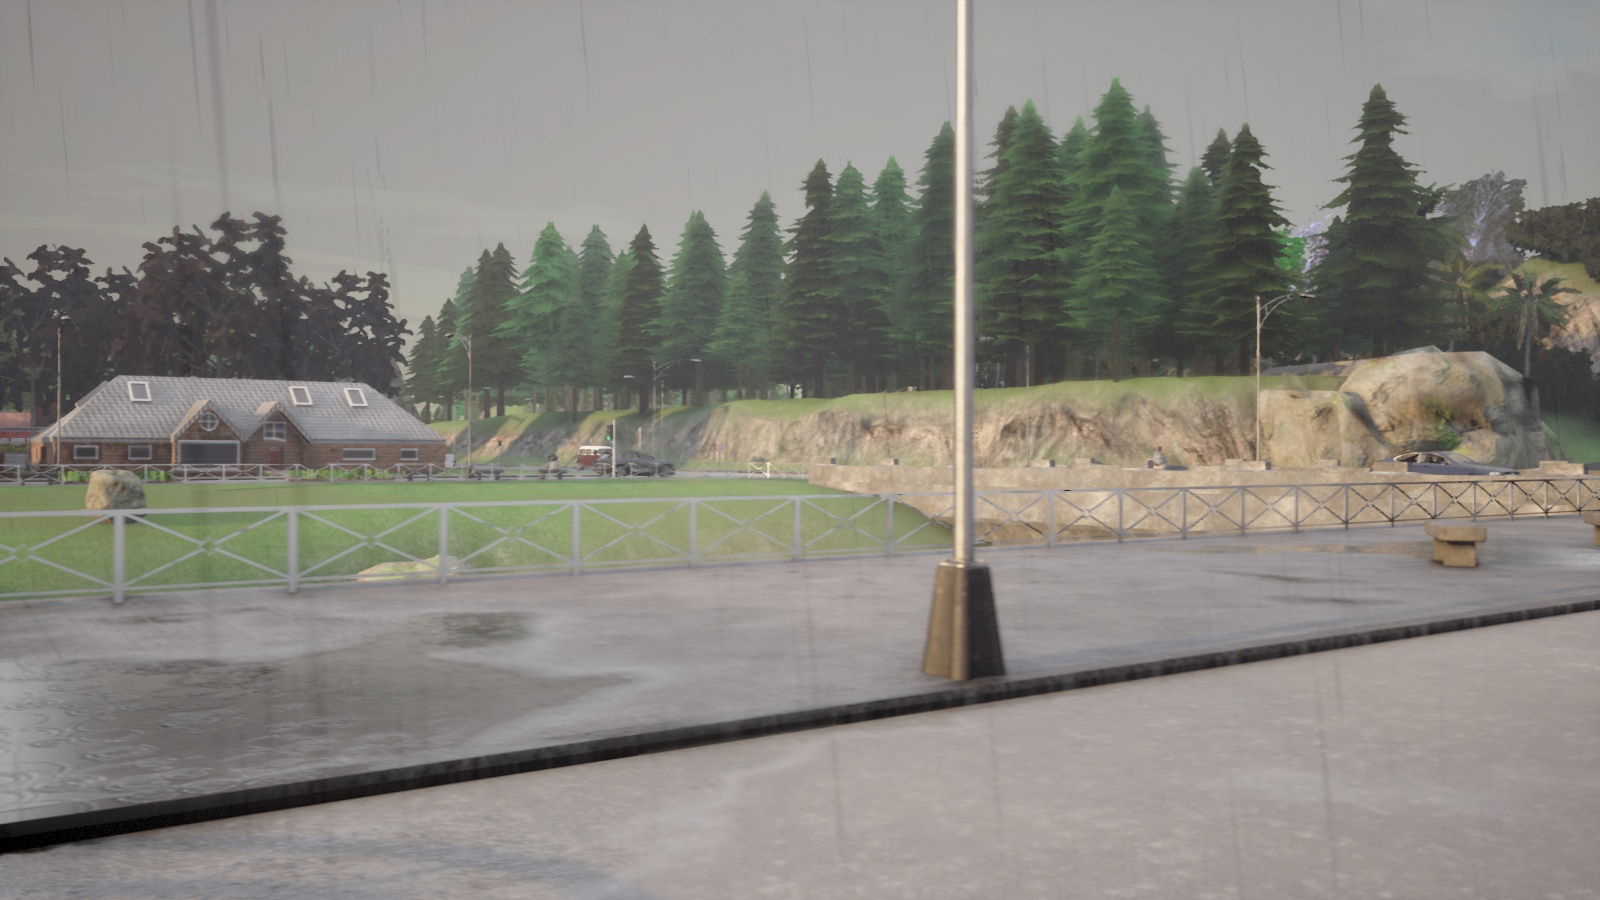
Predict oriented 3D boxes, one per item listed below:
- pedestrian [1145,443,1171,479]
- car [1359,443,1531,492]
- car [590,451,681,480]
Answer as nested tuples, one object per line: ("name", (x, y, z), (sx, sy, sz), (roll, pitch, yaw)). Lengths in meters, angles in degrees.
("pedestrian", (18.438, 0.574, 64.691), (0.874, 1.855, 0.900), (0, 0, -34))
("car", (22.812, 0.585, 44.625), (2.152, 1.651, 5.027), (0, 0, -35))
("car", (-9.498, 0.873, 72.770), (4.856, 1.649, 2.033), (0, 0, -35))
